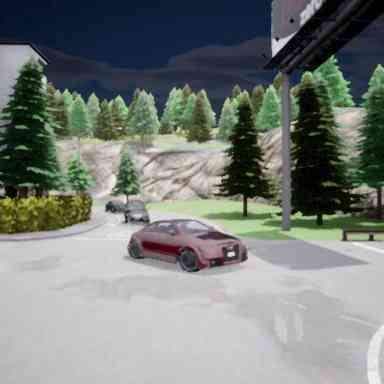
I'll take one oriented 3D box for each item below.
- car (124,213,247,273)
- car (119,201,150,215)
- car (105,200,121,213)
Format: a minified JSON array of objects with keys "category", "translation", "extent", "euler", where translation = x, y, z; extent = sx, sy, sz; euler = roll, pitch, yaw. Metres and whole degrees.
[{"category":"car","translation":[-0.287,1.587,10.804],"extent":[1.994,1.385,4.181],"euler":[0,-1,-44]},{"category":"car","translation":[-4.409,1.651,26.331],"extent":[2.128,1.511,4.902],"euler":[0,0,-11]},{"category":"car","translation":[-9.167,1.750,40.436],"extent":[1.837,1.490,4.892],"euler":[0,0,-30]}]
